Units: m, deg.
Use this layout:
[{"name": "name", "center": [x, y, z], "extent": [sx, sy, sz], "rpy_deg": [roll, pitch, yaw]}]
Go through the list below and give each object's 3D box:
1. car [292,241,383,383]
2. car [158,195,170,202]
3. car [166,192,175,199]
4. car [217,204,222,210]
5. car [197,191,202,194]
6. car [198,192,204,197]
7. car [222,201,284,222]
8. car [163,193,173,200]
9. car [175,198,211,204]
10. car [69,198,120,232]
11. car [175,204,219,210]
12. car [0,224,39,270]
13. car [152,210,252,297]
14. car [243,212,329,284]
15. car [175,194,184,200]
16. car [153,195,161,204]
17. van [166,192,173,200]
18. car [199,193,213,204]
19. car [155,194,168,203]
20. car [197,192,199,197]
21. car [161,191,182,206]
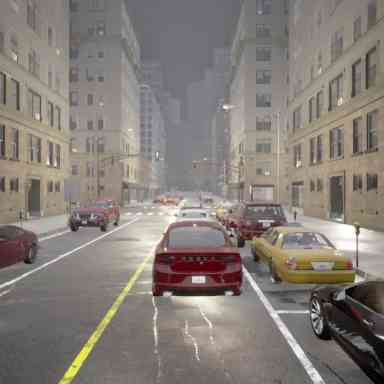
[{"name": "car", "center": [2.765, 1.566, 3.628], "extent": [1.947, 1.339, 4.313], "rpy_deg": [0, 0, 0]}, {"name": "car", "center": [-5.754, 1.292, 68.798], "extent": [1.887, 1.381, 4.507], "rpy_deg": [1, 0, 0]}, {"name": "car", "center": [-5.750, 0.899, 90.488], "extent": [2.192, 1.841, 5.009], "rpy_deg": [1, 0, 0]}, {"name": "car", "center": [2.767, 1.558, 20.285], "extent": [1.802, 1.307, 4.206], "rpy_deg": [0, 0, 0]}, {"name": "car", "center": [2.774, 1.024, 90.483], "extent": [1.967, 1.590, 4.097], "rpy_deg": [1, 0, 0]}, {"name": "car", "center": [2.772, 1.271, 68.959], "extent": [1.752, 1.417, 4.829], "rpy_deg": [1, 0, 0]}, {"name": "car", "center": [2.768, 1.302, 14.734], "extent": [2.192, 1.841, 5.009], "rpy_deg": [0, 0, 0]}, {"name": "car", "center": [-5.752, 1.108, 79.644], "extent": [1.967, 1.590, 4.097], "rpy_deg": [1, 0, 0]}, {"name": "car", "center": [0.074, 1.454, 25.333], "extent": [2.128, 1.511, 4.902], "rpy_deg": [0, 0, 0]}, {"name": "car", "center": [-5.757, 1.291, 20.292], "extent": [2.192, 1.841, 5.009], "rpy_deg": [0, 0, 0]}, {"name": "car", "center": [0.099, 1.510, 16.191], "extent": [1.812, 1.442, 4.674], "rpy_deg": [0, 0, 0]}, {"name": "car", "center": [-5.760, 1.577, 9.187], "extent": [1.802, 1.307, 4.206], "rpy_deg": [0, 0, 0]}, {"name": "car", "center": [0.072, 1.473, 8.648], "extent": [1.882, 1.535, 5.008], "rpy_deg": [0, 0, -1]}, {"name": "car", "center": [2.766, 1.520, 9.349], "extent": [1.752, 1.417, 4.829], "rpy_deg": [0, 0, 0]}, {"name": "car", "center": [-2.998, 1.183, 80.786], "extent": [1.812, 1.442, 4.674], "rpy_deg": [0, 0, 0]}, {"name": "car", "center": [-5.755, 1.361, 57.951], "extent": [1.887, 1.381, 4.507], "rpy_deg": [0, 0, 0]}, {"name": "van", "center": [-5.750, 0.967, 85.066], "extent": [1.690, 1.788, 3.998], "rpy_deg": [1, 0, 0]}, {"name": "car", "center": [2.770, 1.367, 57.943], "extent": [2.008, 1.369, 4.403], "rpy_deg": [0, 0, 0]}, {"name": "car", "center": [-5.753, 1.224, 63.374], "extent": [1.967, 1.590, 4.097], "rpy_deg": [1, 0, 0]}, {"name": "car", "center": [2.772, 1.250, 79.639], "extent": [1.802, 1.307, 4.206], "rpy_deg": [1, 0, 0]}, {"name": "car", "center": [-3.147, 1.204, 51.783], "extent": [2.097, 1.767, 4.553], "rpy_deg": [0, 0, 2]}]
